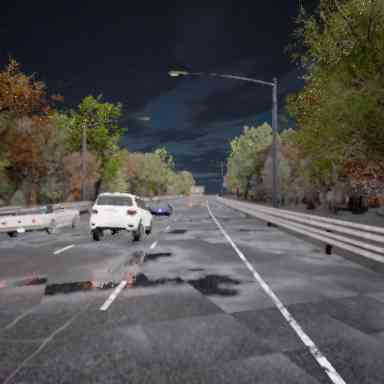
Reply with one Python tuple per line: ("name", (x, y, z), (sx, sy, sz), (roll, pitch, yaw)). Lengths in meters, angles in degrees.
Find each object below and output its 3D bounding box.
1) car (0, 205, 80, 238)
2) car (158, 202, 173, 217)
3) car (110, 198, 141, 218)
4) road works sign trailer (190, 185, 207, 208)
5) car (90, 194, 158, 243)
("car", (-6.878, 1.267, 15.569), (1.895, 1.301, 4.718), (-4, 0, 0))
("car", (-3.038, 1.748, 34.006), (1.994, 1.385, 4.181), (0, 0, 1))
("car", (-6.549, 1.532, 33.251), (2.097, 1.767, 4.553), (0, 0, 1))
("road works sign trailer", (0.835, 0.733, 52.778), (2.380, 3.560, 2.880), (0, 0, 3))
("car", (-3.337, 1.249, 16.732), (2.150, 2.045, 5.566), (1, -5, 1))
